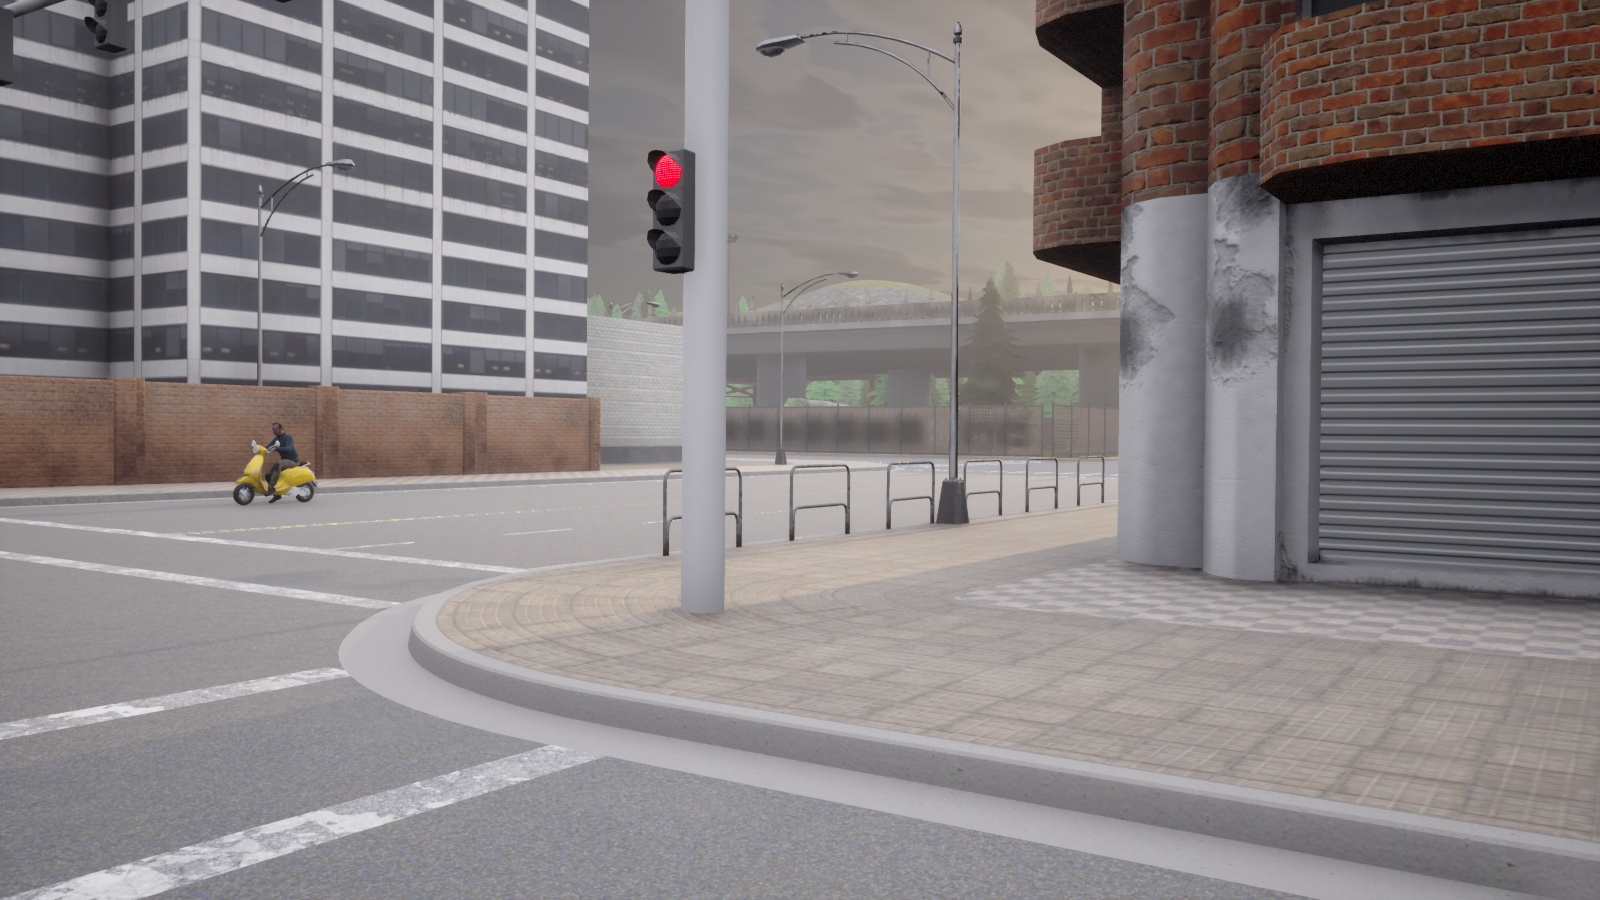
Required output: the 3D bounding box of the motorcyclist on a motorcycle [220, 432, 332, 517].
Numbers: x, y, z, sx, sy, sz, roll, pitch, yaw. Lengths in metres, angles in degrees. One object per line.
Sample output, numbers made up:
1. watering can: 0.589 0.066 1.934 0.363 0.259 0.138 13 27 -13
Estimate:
1. motorcyclist on a motorcycle: -10.189 0.443 24.478 0.866 1.590 1.817 0 1 33
